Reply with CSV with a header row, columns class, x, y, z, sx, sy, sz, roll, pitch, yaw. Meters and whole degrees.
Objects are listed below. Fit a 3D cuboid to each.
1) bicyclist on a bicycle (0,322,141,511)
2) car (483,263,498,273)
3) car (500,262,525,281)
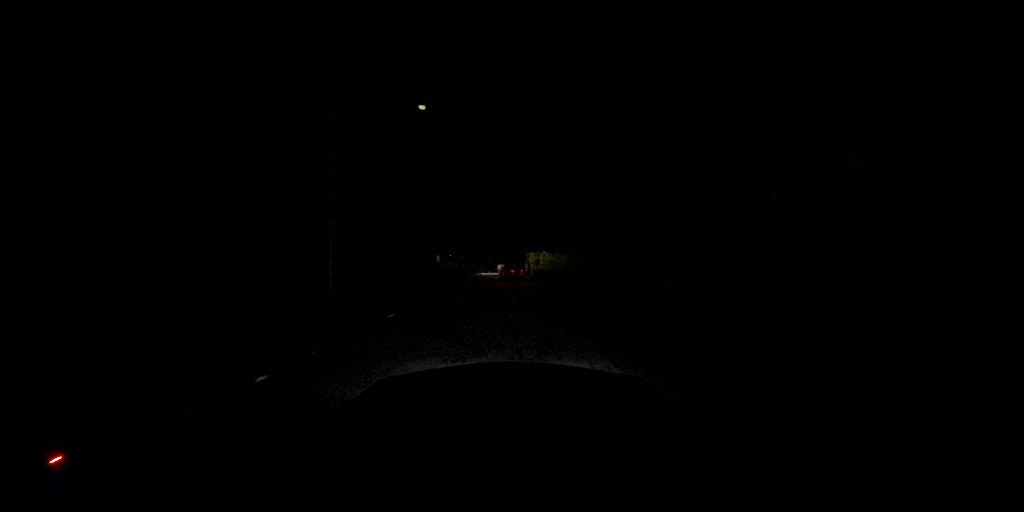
class,x,y,z,sx,sy,sz,roll,pitch,yaw
bicyclist on a bicycle,-2.943,1.205,2.088,1.656,1.620,0.582,0,0,0
car,-2.896,1.604,49.070,2.033,1.411,5.357,0,0,0
car,0.063,1.283,32.330,2.097,1.767,4.553,0,0,0
